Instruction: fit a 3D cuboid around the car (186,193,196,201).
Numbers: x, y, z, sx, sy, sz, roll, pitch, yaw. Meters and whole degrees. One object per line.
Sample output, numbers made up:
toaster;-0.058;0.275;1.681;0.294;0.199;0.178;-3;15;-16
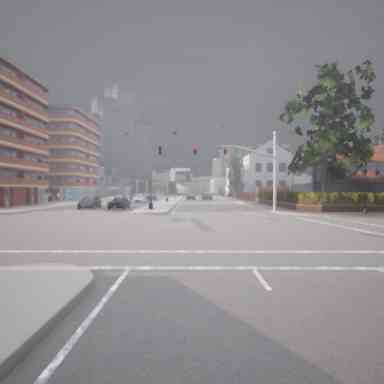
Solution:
car;-0.224;1.017;69.404;1.812;1.442;4.674;0;0;0

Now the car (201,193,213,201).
car;3.277;1.043;68.999;2.033;1.411;5.357;0;0;0

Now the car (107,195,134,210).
car;-8.210;1.325;37.603;1.895;1.301;4.718;0;1;0

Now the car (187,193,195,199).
car;-0.256;0.911;79.404;1.812;1.442;4.674;0;0;0

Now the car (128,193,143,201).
car;-11.723;1.010;69.206;2.128;1.511;4.902;0;0;0

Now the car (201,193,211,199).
car;3.243;0.912;79.415;2.128;1.511;4.902;0;0;0

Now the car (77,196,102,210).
car;-11.716;1.219;38.263;1.837;1.490;4.892;0;2;0

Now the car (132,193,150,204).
car;-8.247;1.142;52.413;1.812;1.442;4.674;0;0;0

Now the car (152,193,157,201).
car;-8.224;0.987;67.775;1.882;1.535;5.008;0;1;0
